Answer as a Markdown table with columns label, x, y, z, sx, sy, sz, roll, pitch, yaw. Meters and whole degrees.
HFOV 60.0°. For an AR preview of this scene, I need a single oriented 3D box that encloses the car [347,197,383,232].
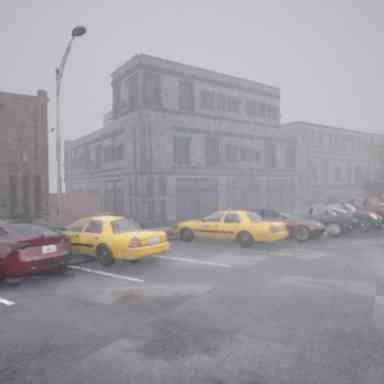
| label | x | y | z | sx | sy | sz | roll | pitch | yaw |
| --- | --- | --- | --- | --- | --- | --- | --- | --- | --- |
| car | 8.838 | 1.368 | 19.892 | 4.553 | 1.767 | 2.185 | -1 | -1 | 35 |

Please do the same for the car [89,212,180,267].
| label | x | y | z | sx | sy | sz | roll | pitch | yaw |
| --- | --- | --- | --- | --- | --- | --- | --- | --- | --- |
| car | -3.249 | 1.485 | 11.483 | 5.366 | 1.575 | 1.946 | -1 | -1 | 35 |

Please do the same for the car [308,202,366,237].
| label | x | y | z | sx | sy | sz | roll | pitch | yaw |
| --- | --- | --- | --- | --- | --- | --- | --- | --- | --- |
| car | 6.473 | 1.491 | 18.160 | 4.892 | 1.521 | 2.231 | -1 | -1 | 35 |

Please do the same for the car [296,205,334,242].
| label | x | y | z | sx | sy | sz | roll | pitch | yaw |
| --- | --- | --- | --- | --- | --- | --- | --- | --- | --- |
| car | 4.101 | 1.517 | 16.446 | 4.792 | 1.488 | 2.163 | -1 | -1 | 35 |

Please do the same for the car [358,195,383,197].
| label | x | y | z | sx | sy | sz | roll | pitch | yaw |
| --- | --- | --- | --- | --- | --- | --- | --- | --- | --- |
| car | 11.226 | 1.248 | 21.579 | 5.566 | 2.045 | 2.435 | -1 | -1 | 35 |

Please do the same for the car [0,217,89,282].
| label | x | y | z | sx | sy | sz | roll | pitch | yaw |
| --- | --- | --- | --- | --- | --- | --- | --- | --- | --- |
| car | -5.513 | 1.515 | 9.691 | 4.792 | 1.488 | 2.163 | -1 | -1 | 35 |

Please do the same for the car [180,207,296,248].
| label | x | y | z | sx | sy | sz | roll | pitch | yaw |
| --- | --- | --- | --- | --- | --- | --- | --- | --- | --- |
| car | 1.531 | 1.486 | 14.875 | 5.366 | 1.575 | 1.946 | -1 | -1 | 35 |
